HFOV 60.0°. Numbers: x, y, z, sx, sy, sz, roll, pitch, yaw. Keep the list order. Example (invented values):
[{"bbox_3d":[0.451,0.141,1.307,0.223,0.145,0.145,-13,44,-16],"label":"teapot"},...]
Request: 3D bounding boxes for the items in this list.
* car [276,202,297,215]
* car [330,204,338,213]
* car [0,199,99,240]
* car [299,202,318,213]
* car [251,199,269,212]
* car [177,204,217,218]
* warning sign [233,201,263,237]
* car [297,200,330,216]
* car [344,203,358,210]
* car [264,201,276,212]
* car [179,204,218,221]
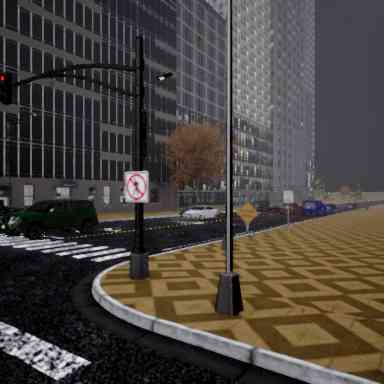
[{"bbox_3d":[13.848,2.201,46.362,2.097,1.767,4.553,0,-1,33],"label":"car"},{"bbox_3d":[21.923,2.555,52.964,1.812,1.442,4.674,0,-1,33],"label":"car"},{"bbox_3d":[-7.911,1.443,18.949,2.150,2.045,5.566,0,-1,33],"label":"car"},{"bbox_3d":[19.193,2.502,54.728,1.882,1.535,5.008,0,-1,33],"label":"car"},{"bbox_3d":[11.006,2.244,54.032,2.150,2.045,5.566,0,-1,33],"label":"car"},{"bbox_3d":[0.657,2.137,38.198,2.033,1.411,5.357,0,-1,33],"label":"car"},{"bbox_3d":[3.115,1.452,18.570,1.300,1.860,1.060,1,1,33],"label":"warning sign"},{"bbox_3d":[16.168,2.062,43.994,2.150,2.045,5.566,0,-1,35],"label":"car"},{"bbox_3d":[31.515,2.834,65.715,1.812,1.442,4.674,0,-1,33],"label":"car"},{"bbox_3d":[13.355,2.520,51.695,1.895,1.301,4.718,0,-1,33],"label":"car"},{"bbox_3d":[0.953,2.040,32.694,1.812,1.442,4.674,0,-1,33],"label":"car"}]
